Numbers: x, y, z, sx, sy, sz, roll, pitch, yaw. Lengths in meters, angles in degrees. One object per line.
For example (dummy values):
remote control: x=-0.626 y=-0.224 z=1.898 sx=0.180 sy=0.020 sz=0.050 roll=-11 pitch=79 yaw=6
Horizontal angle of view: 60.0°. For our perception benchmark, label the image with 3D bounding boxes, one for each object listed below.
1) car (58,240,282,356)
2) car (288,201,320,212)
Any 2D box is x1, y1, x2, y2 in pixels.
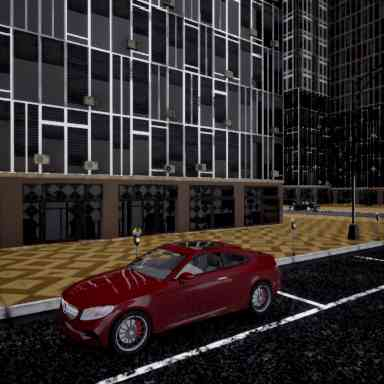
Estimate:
car: x=-0.150 y=1.582 z=5.993 sx=4.206 sy=1.307 sz=1.802 roll=0 pitch=0 yaw=-36
car: x=15.229 y=1.899 z=45.337 sx=2.008 sy=1.369 sz=4.403 roll=-1 pitch=0 yaw=-36
